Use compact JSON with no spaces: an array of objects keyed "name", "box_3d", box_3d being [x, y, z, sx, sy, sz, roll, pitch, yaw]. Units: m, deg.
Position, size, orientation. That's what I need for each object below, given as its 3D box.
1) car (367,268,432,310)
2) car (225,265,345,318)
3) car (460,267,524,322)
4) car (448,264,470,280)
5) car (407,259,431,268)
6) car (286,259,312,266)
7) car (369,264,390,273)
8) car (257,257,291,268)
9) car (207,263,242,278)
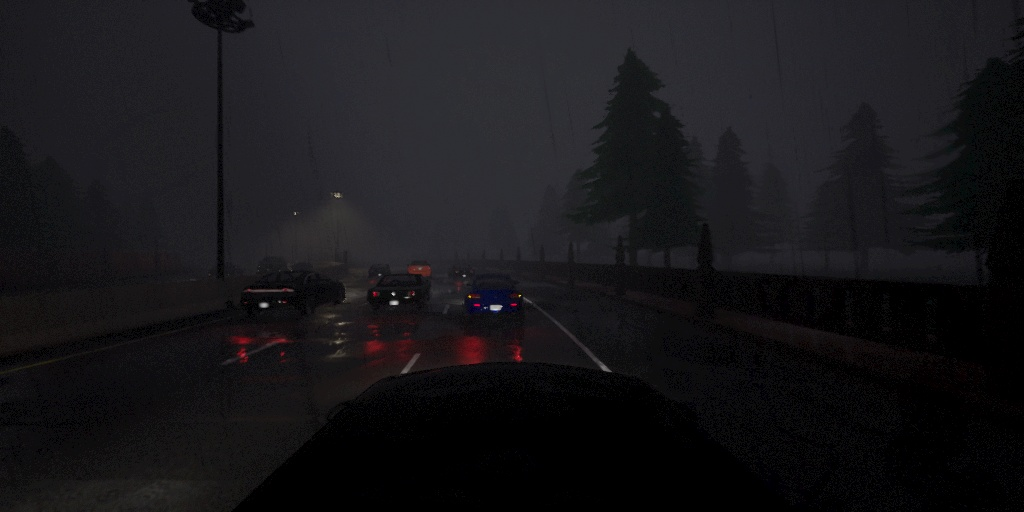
[{"name":"car","box_3d":[-4.454,1.371,14.891,1.895,1.301,4.718,0,0,-8]},{"name":"car","box_3d":[-7.806,1.274,13.290,2.128,1.511,4.902,0,0,-7]},{"name":"car","box_3d":[-0.685,1.281,12.327,1.812,1.442,4.674,0,0,-6]},{"name":"car","box_3d":[-4.653,1.375,32.305,1.895,1.301,4.718,0,0,-17]},{"name":"car","box_3d":[-8.594,1.142,33.108,2.097,1.767,4.553,0,0,-17]},{"name":"car","box_3d":[-20.974,1.364,36.084,1.812,1.442,4.674,0,0,-22]},{"name":"car","box_3d":[-12.755,1.407,34.658,1.895,1.301,4.718,0,0,-19]},{"name":"car","box_3d":[-26.101,1.082,39.268,2.150,2.045,5.566,0,0,-25]},{"name":"car","box_3d":[-28.282,1.430,35.491,1.994,1.385,4.181,0,0,-24]}]
